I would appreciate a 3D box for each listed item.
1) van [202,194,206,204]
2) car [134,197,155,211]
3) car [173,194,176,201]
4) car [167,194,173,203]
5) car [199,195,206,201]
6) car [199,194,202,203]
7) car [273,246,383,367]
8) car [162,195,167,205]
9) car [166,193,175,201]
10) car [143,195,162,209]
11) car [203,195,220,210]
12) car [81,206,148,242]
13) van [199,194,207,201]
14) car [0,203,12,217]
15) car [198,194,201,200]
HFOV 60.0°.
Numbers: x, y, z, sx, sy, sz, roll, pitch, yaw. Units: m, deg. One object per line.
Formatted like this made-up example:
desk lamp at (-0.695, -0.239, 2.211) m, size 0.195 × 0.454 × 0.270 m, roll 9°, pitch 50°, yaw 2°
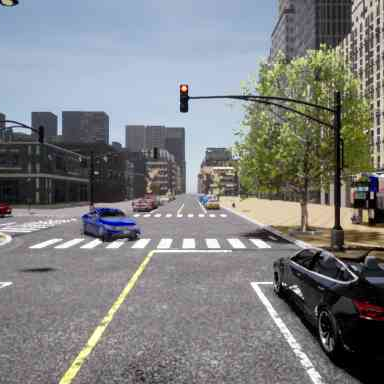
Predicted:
van at (2.721, 1.345, 49.370) m, size 1.690 × 1.788 × 3.998 m, roll 0°, pitch 0°, yaw 0°
car at (-5.666, 1.584, 38.269) m, size 1.802 × 1.307 × 4.206 m, roll 0°, pitch 0°, yaw 0°
car at (-5.644, 1.559, 82.678) m, size 2.008 × 1.369 × 4.403 m, roll 0°, pitch 0°, yaw 0°
car at (-5.649, 1.532, 71.406) m, size 1.752 × 1.417 × 4.829 m, roll 0°, pitch 0°, yaw 0°
car at (2.740, 1.534, 88.397) m, size 1.752 × 1.417 × 4.829 m, roll 0°, pitch 0°, yaw 0°
car at (2.725, 1.556, 60.472) m, size 2.008 × 1.369 × 4.403 m, roll 0°, pitch 0°, yaw 0°
car at (2.698, 1.566, 5.789) m, size 1.947 × 1.339 × 4.313 m, roll 0°, pitch 0°, yaw 0°
car at (-5.658, 1.555, 54.923) m, size 2.008 × 1.369 × 4.403 m, roll 0°, pitch 0°, yaw 0°
car at (-5.640, 1.324, 88.229) m, size 2.192 × 1.841 × 5.009 m, roll 0°, pitch 0°, yaw 0°
car at (-5.662, 1.318, 43.820) m, size 2.192 × 1.841 × 5.009 m, roll 0°, pitch 0°, yaw 0°
car at (2.717, 1.528, 43.988) m, size 1.752 × 1.417 × 4.829 m, roll 0°, pitch 0°, yaw 0°
car at (-4.201, 1.528, 16.770) m, size 1.812 × 1.442 × 4.674 m, roll 1°, pitch -1°, yaw -34°
van at (2.738, 1.349, 82.676) m, size 1.690 × 1.788 × 3.998 m, roll 0°, pitch 0°, yaw 0°
car at (-17.254, 1.371, 27.278) m, size 4.507 × 1.381 × 1.887 m, roll 1°, pitch -1°, yaw -1°
car at (2.731, 1.572, 71.574) m, size 1.947 × 1.339 × 4.313 m, roll 0°, pitch 0°, yaw 0°
